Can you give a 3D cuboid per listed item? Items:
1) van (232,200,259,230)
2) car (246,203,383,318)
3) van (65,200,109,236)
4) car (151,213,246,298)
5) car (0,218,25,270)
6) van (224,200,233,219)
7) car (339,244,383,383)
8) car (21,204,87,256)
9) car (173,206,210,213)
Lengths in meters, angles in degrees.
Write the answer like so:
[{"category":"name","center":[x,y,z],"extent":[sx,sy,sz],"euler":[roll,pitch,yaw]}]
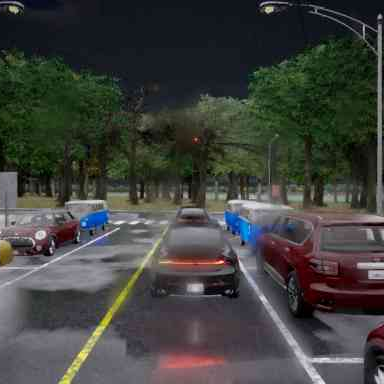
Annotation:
[{"category":"van","center":[2.755,1.342,12.776],"extent":[1.690,1.788,3.998],"euler":[0,0,0]},{"category":"car","center":[2.758,1.315,7.339],"extent":[2.192,1.841,5.009],"euler":[0,0,0]},{"category":"van","center":[-5.773,1.342,18.209],"extent":[1.690,1.788,3.998],"euler":[0,0,0]},{"category":"car","center":[0.073,1.505,8.510],"extent":[1.837,1.490,4.892],"euler":[0,0,0]},{"category":"car","center":[-5.767,1.525,7.164],"extent":[1.752,1.417,4.829],"euler":[0,0,0]},{"category":"van","center":[2.752,1.342,18.214],"extent":[1.690,1.788,3.998],"euler":[0,0,0]},{"category":"car","center":[2.762,1.440,1.901],"extent":[1.967,1.590,4.097],"euler":[0,0,0]},{"category":"car","center":[-5.770,1.441,12.771],"extent":[1.967,1.590,4.097],"euler":[0,0,0]},{"category":"car","center":[0.002,1.506,17.914],"extent":[1.837,1.490,4.892],"euler":[0,0,-1]}]
